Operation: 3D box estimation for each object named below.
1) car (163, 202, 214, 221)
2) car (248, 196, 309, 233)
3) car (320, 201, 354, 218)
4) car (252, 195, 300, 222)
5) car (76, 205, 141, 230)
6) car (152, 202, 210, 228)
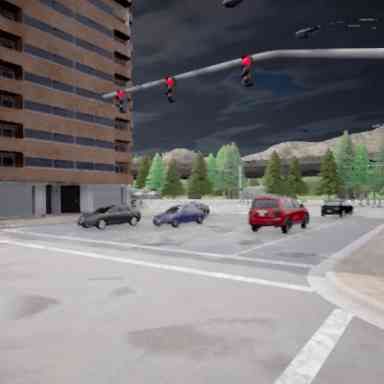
[{"bbox_3d":[-0.233,1.703,30.857,2.128,1.511,4.902,-1,0,36],"label":"car"},{"bbox_3d":[5.416,1.310,20.487,2.150,2.045,5.566,-1,0,36],"label":"car"},{"bbox_3d":[13.939,1.561,31.831,1.882,1.535,5.008,-1,-1,41],"label":"car"},{"bbox_3d":[7.504,1.352,29.362,2.150,2.045,5.566,-1,0,36],"label":"car"},{"bbox_3d":[-5.718,1.717,23.318,1.837,1.490,4.892,-1,0,36],"label":"car"},{"bbox_3d":[-0.858,1.697,24.057,1.812,1.442,4.674,-1,0,36],"label":"car"}]
